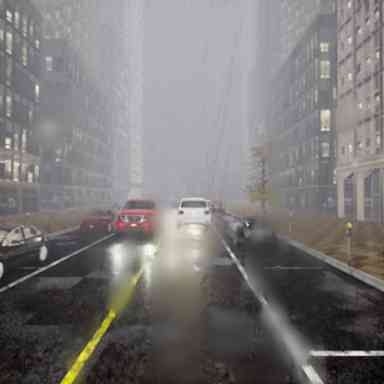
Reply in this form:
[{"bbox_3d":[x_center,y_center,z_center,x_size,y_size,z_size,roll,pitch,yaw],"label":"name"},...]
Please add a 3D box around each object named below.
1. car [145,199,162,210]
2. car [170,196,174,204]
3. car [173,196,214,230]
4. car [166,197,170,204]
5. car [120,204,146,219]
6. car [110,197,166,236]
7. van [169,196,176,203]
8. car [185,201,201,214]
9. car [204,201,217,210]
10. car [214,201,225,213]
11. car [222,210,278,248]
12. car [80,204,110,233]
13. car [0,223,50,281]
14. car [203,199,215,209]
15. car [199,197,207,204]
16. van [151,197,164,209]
[{"bbox_3d":[-5.676,1.833,49.540,1.967,1.590,4.097,0,0,0],"label":"car"},{"bbox_3d":[-5.669,2.174,83.521,1.752,1.417,4.829,0,0,0],"label":"car"},{"bbox_3d":[0.104,1.407,22.519,2.150,2.045,5.566,0,0,0],"label":"car"},{"bbox_3d":[-5.674,2.046,60.924,1.947,1.339,4.313,0,0,0],"label":"car"},{"bbox_3d":[-5.680,1.844,32.464,1.802,1.307,4.206,0,0,0],"label":"car"},{"bbox_3d":[-2.996,1.379,19.913,2.150,2.045,5.566,0,0,0],"label":"car"},{"bbox_3d":[-5.666,2.075,95.077,1.690,1.788,3.998,0,0,0],"label":"van"},{"bbox_3d":[0.107,1.860,41.845,1.812,1.442,4.674,0,0,0],"label":"car"},{"bbox_3d":[2.704,1.975,49.523,1.802,1.307,4.206,0,0,0],"label":"car"},{"bbox_3d":[2.703,1.746,38.140,1.967,1.590,4.097,0,0,0],"label":"car"},{"bbox_3d":[2.697,1.692,15.373,1.947,1.339,4.313,0,0,0],"label":"car"},{"bbox_3d":[-5.682,1.717,21.080,1.887,1.381,4.507,0,0,0],"label":"car"},{"bbox_3d":[-5.685,1.631,9.695,2.008,1.369,4.403,0,0,0],"label":"car"},{"bbox_3d":[2.705,1.963,55.386,1.752,1.417,4.829,0,0,0],"label":"car"},{"bbox_3d":[2.712,2.090,83.675,1.967,1.590,4.097,0,0,0],"label":"car"},{"bbox_3d":[-5.674,1.778,55.234,1.690,1.788,3.998,0,0,0],"label":"van"}]
